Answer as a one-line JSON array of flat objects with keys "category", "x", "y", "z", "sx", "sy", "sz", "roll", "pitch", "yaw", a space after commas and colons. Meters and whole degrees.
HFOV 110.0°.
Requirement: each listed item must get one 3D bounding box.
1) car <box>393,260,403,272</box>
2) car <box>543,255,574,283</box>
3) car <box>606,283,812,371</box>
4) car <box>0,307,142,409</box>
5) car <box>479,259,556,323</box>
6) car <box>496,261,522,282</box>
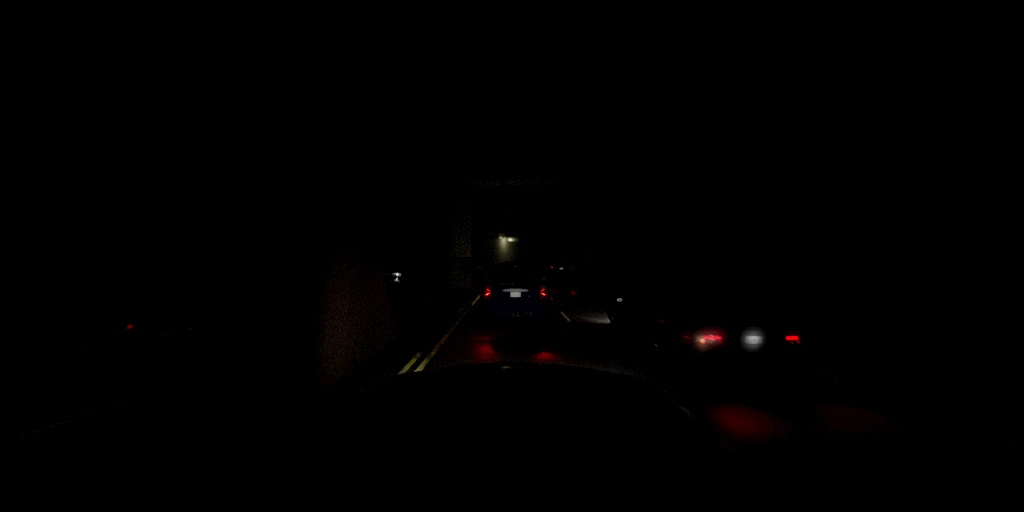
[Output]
[{"category": "car", "x": -14.056, "y": 1.243, "z": 45.761, "sx": 2.128, "sy": 1.511, "sz": 4.902, "roll": 0, "pitch": 0, "yaw": -17}, {"category": "car", "x": 3.333, "y": 0.973, "z": 28.081, "sx": 2.150, "sy": 2.045, "sz": 5.566, "roll": 0, "pitch": 0, "yaw": -3}, {"category": "car", "x": 3.600, "y": 1.298, "z": 7.849, "sx": 2.033, "sy": 1.411, "sz": 5.357, "roll": 0, "pitch": 0, "yaw": 0}, {"category": "car", "x": -7.103, "y": 1.314, "z": 4.133, "sx": 1.994, "sy": 1.385, "sz": 4.181, "roll": 0, "pitch": 0, "yaw": 0}, {"category": "car", "x": 0.100, "y": 1.103, "z": 12.189, "sx": 2.097, "sy": 1.767, "sz": 4.553, "roll": 0, "pitch": 0, "yaw": 0}, {"category": "car", "x": -0.355, "y": 1.229, "z": 30.311, "sx": 1.882, "sy": 1.535, "sz": 5.008, "roll": 0, "pitch": 0, "yaw": -4}]
